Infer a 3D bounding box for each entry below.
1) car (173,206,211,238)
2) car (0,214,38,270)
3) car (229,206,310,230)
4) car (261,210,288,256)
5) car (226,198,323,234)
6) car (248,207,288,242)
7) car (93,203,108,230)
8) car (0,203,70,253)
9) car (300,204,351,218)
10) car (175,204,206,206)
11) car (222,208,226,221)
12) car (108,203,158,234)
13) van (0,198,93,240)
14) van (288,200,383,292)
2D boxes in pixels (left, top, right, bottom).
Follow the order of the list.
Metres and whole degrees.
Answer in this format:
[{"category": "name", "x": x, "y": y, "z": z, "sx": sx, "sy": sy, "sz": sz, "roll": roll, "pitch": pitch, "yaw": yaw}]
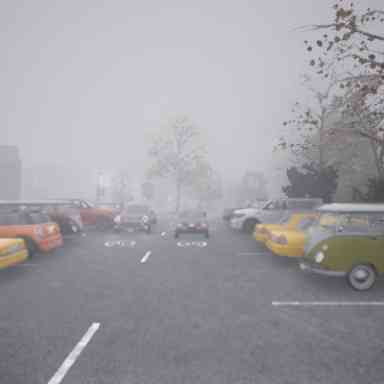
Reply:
[{"category": "car", "x": -0.008, "y": 1.692, "z": 18.656, "sx": 2.033, "sy": 1.411, "sz": 5.357, "roll": 0, "pitch": -1, "yaw": 0}, {"category": "car", "x": -7.366, "y": 1.507, "z": 8.959, "sx": 5.366, "sy": 1.575, "sz": 1.946, "roll": 0, "pitch": 0, "yaw": 0}, {"category": "car", "x": 5.061, "y": 1.692, "z": 22.280, "sx": 4.892, "sy": 1.521, "sz": 2.231, "roll": 0, "pitch": -1, "yaw": 0}, {"category": "car", "x": 5.271, "y": 1.525, "z": 11.111, "sx": 5.366, "sy": 1.575, "sz": 1.946, "roll": 0, "pitch": 0, "yaw": 0}, {"category": "car", "x": 5.053, "y": 1.385, "z": 19.492, "sx": 5.566, "sy": 2.045, "sz": 2.435, "roll": 0, "pitch": -1, "yaw": 0}, {"category": "car", "x": 5.270, "y": 1.553, "z": 13.772, "sx": 5.366, "sy": 1.575, "sz": 1.946, "roll": 0, "pitch": -1, "yaw": 0}, {"category": "car", "x": -7.205, "y": 1.726, "z": 24.020, "sx": 5.008, "sy": 1.535, "sz": 2.097, "roll": 0, "pitch": -1, "yaw": 0}, {"category": "car", "x": -7.152, "y": 1.408, "z": 11.878, "sx": 4.553, "sy": 1.767, "sz": 2.185, "roll": 0, "pitch": 0, "yaw": 0}, {"category": "car", "x": 14.524, "y": 2.082, "z": 36.423, "sx": 4.892, "sy": 1.490, "sz": 1.837, "roll": -1, "pitch": -3, "yaw": 13}, {"category": "car", "x": 0.282, "y": 1.879, "z": 30.092, "sx": 2.128, "sy": 1.511, "sz": 4.902, "roll": 0, "pitch": -1, "yaw": 10}, {"category": "car", "x": 5.026, "y": 1.496, "z": 24.953, "sx": 5.566, "sy": 2.045, "sz": 2.435, "roll": 0, "pitch": -1, "yaw": 0}, {"category": "car", "x": -3.333, "y": 1.522, "z": 20.282, "sx": 2.097, "sy": 1.767, "sz": 4.553, "roll": 0, "pitch": -1, "yaw": 0}, {"category": "van", "x": -7.068, "y": 1.345, "z": 14.916, "sx": 4.442, "sy": 1.987, "sz": 1.878, "roll": 0, "pitch": -1, "yaw": 0}, {"category": "van", "x": 4.970, "y": 1.280, "z": 8.318, "sx": 4.442, "sy": 1.987, "sz": 1.878, "roll": 0, "pitch": 0, "yaw": 0}]
